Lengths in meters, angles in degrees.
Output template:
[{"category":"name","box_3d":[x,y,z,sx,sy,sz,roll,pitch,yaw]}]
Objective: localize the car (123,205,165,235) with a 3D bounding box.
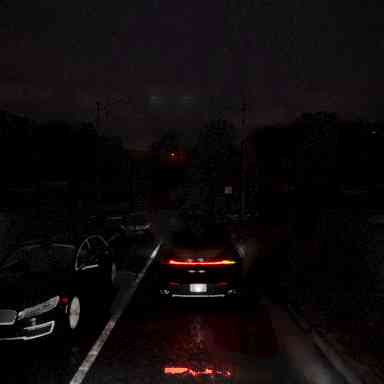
[{"category":"car","box_3d":[-2.644,1.585,17.432,1.802,1.307,4.206,-2,0,0]}]

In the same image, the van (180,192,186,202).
[{"category":"van","box_3d":[-2.606,1.369,66.365,1.690,1.788,3.998,-1,0,0]}]

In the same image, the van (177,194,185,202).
[{"category":"van","box_3d":[-2.594,1.314,77.445,1.690,1.788,3.998,-1,0,0]}]

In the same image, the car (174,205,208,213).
[{"category":"car","box_3d":[0.145,1.604,18.621,1.895,1.301,4.718,0,0,1]}]

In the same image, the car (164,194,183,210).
[{"category":"car","box_3d":[-2.627,1.490,44.209,1.967,1.590,4.097,-2,0,0]}]

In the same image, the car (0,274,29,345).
[{"category":"car","box_3d":[-2.658,1.550,1.088,2.008,1.369,4.403,-2,0,0]}]

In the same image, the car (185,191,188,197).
[{"category":"car","box_3d":[-2.602,1.319,71.908,2.192,1.841,5.009,-1,0,0]}]

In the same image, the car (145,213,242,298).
[{"category":"car","box_3d":[0.110,1.503,8.490,1.837,1.490,4.892,0,0,0]}]

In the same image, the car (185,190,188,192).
[{"category":"car","box_3d":[-2.576,1.146,94.078,2.192,1.841,5.009,-1,1,0]}]

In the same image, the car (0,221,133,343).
[{"category":"car","box_3d":[-2.654,1.549,6.537,2.008,1.369,4.403,-2,0,0]}]

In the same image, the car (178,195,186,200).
[{"category":"car","box_3d":[-2.578,1.443,88.529,2.008,1.369,4.403,-1,0,0]}]
